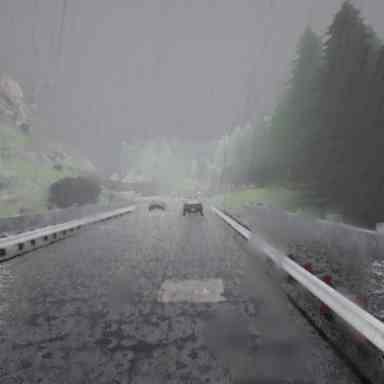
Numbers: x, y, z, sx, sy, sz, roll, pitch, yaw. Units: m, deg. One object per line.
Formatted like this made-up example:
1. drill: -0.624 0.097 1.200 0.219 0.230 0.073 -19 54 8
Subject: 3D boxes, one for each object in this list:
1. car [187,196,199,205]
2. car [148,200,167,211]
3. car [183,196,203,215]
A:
1. car: 0.105 1.482 60.737 2.128 1.511 4.902 0 0 0
2. car: -4.068 1.599 39.807 1.895 1.301 4.718 0 0 0
3. car: 0.102 1.472 33.351 1.882 1.535 5.008 0 0 0
